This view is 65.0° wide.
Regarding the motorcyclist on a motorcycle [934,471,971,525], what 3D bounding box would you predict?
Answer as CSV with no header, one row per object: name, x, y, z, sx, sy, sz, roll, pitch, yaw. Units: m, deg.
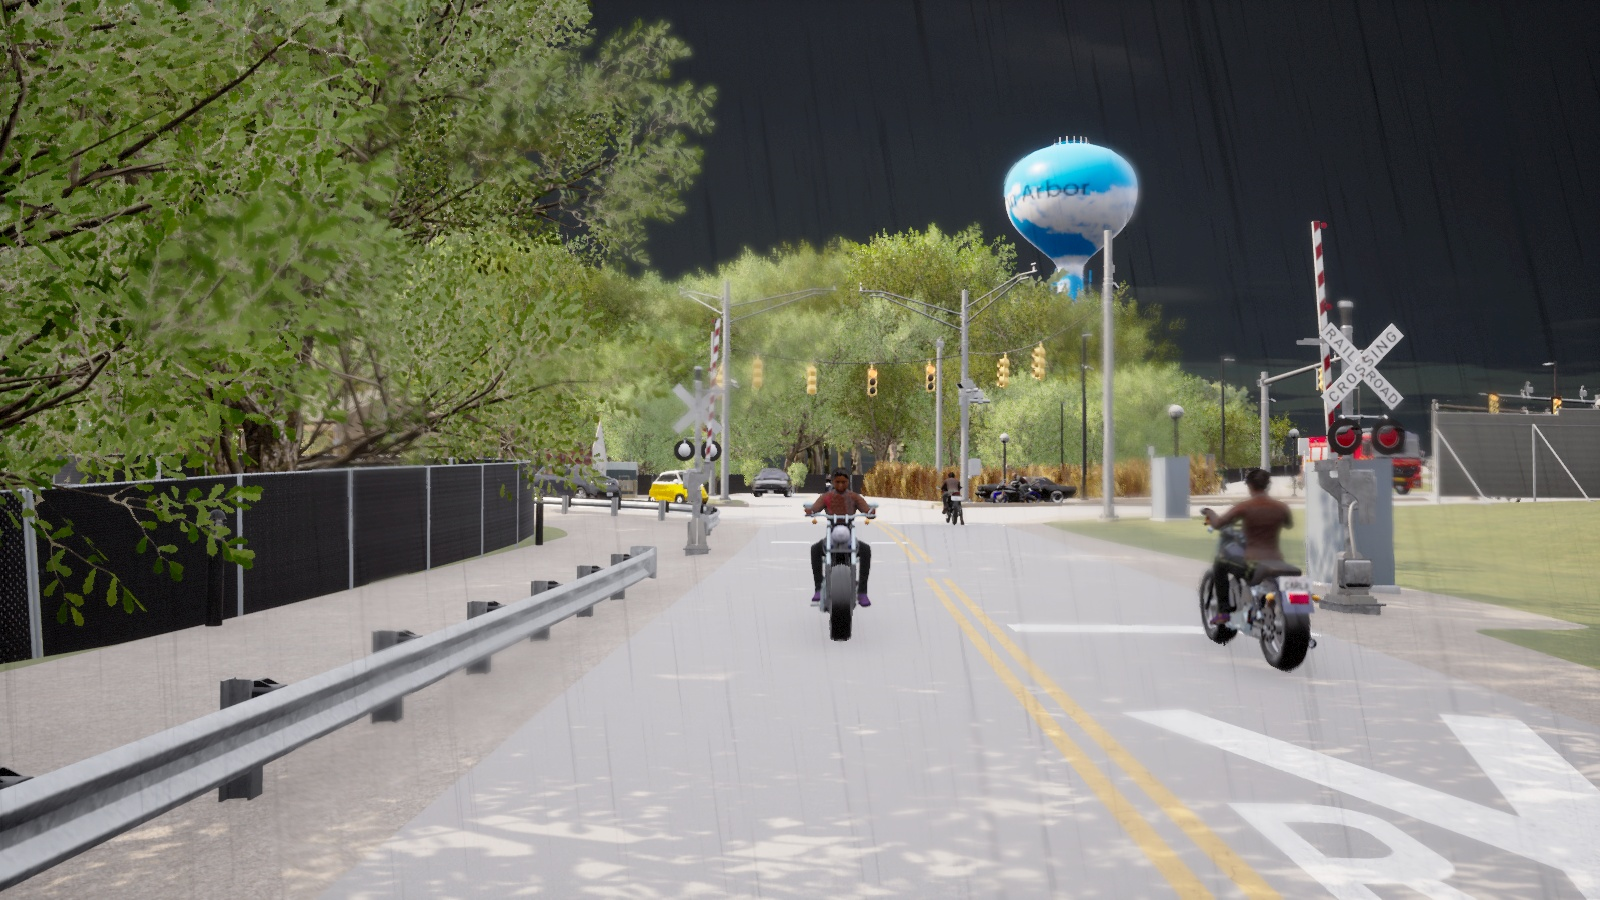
motorcyclist on a motorcycle,4.415,1.370,36.557,0.797,1.523,2.044,1,-1,-1

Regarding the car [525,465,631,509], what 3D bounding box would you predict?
car,-7.955,1.328,44.830,3.633,1.501,1.845,-1,-3,41

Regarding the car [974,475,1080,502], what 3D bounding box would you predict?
car,10.900,1.855,60.602,4.718,1.301,1.895,0,-1,-4

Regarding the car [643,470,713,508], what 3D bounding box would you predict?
car,-4.661,1.502,47.847,2.207,1.376,1.481,-2,-3,34

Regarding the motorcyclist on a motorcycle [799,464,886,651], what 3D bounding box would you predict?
motorcyclist on a motorcycle,0.409,0.971,12.327,0.766,1.649,2.350,0,-1,2

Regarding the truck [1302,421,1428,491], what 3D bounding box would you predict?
truck,32.596,0.409,72.910,2.891,3.827,8.468,0,-1,-5

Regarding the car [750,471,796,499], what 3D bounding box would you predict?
car,-1.367,1.795,66.317,2.033,1.411,5.357,0,-1,3

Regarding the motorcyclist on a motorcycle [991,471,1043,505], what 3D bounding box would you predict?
motorcyclist on a motorcycle,9.850,1.730,57.019,2.191,1.530,0.866,0,-1,-4

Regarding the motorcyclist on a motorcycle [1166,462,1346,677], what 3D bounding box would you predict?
motorcyclist on a motorcycle,3.872,0.947,10.896,0.766,1.649,2.350,0,-1,2
